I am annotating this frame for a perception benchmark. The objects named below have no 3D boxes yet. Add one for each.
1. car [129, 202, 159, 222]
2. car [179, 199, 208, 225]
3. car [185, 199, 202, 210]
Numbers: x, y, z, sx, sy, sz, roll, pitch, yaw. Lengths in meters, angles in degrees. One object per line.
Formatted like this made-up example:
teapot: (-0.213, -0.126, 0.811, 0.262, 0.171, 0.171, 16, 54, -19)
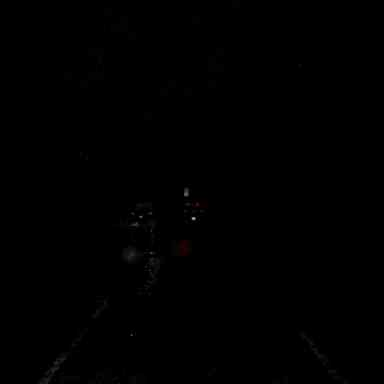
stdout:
car: (-3.588, 1.478, 25.668, 1.812, 1.442, 4.674, 0, 0, 0)
car: (0.107, 1.448, 23.397, 2.128, 1.511, 4.902, 0, 0, 0)
car: (0.251, 1.524, 41.925, 1.895, 1.301, 4.718, 0, 0, 4)
